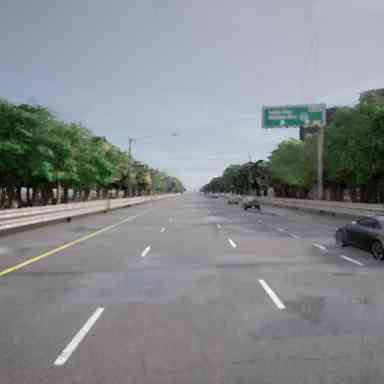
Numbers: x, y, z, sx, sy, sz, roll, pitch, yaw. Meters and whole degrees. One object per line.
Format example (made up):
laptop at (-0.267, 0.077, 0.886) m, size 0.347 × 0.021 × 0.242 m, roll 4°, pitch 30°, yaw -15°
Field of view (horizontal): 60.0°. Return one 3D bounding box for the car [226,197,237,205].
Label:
car at (7.111, 1.528, 58.282) m, size 2.033 × 1.411 × 5.357 m, roll 0°, pitch 0°, yaw 0°

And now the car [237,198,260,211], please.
car at (7.072, 1.494, 40.624) m, size 1.837 × 1.490 × 4.892 m, roll 0°, pitch 0°, yaw 0°

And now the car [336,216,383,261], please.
car at (7.009, 1.568, 12.277) m, size 1.994 × 1.385 × 4.181 m, roll 0°, pitch 0°, yaw 0°
